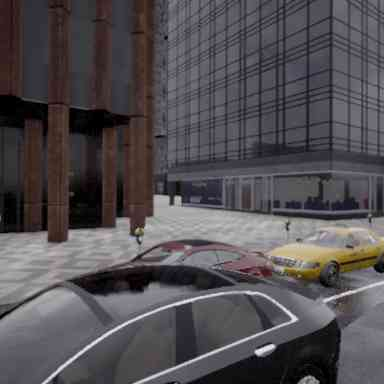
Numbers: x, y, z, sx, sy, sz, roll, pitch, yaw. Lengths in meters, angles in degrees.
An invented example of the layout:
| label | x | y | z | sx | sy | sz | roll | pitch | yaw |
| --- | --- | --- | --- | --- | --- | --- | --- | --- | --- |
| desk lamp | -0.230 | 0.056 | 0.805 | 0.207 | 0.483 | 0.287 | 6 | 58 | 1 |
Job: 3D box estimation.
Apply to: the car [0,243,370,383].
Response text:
| label | x | y | z | sx | sy | sz | roll | pitch | yaw |
| --- | --- | --- | --- | --- | --- | --- | --- | --- | --- |
| car | -0.646 | 1.517 | 2.900 | 4.892 | 1.490 | 1.837 | 0 | 0 | -35 |

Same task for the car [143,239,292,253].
| label | x | y | z | sx | sy | sz | roll | pitch | yaw |
| --- | --- | --- | --- | --- | --- | --- | --- | --- | --- |
| car | -0.206 | 1.618 | 6.471 | 4.206 | 1.307 | 1.802 | 1 | 0 | -35 |

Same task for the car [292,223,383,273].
| label | x | y | z | sx | sy | sz | roll | pitch | yaw |
| --- | --- | --- | --- | --- | --- | --- | --- | --- | --- |
| car | 4.095 | 1.603 | 9.513 | 4.829 | 1.417 | 1.752 | 1 | 0 | -35 |
